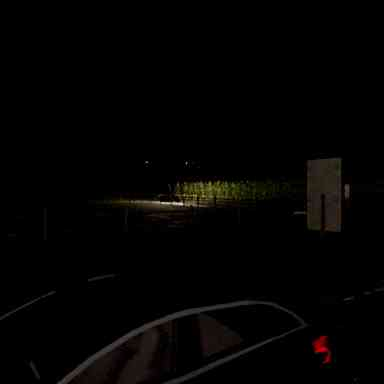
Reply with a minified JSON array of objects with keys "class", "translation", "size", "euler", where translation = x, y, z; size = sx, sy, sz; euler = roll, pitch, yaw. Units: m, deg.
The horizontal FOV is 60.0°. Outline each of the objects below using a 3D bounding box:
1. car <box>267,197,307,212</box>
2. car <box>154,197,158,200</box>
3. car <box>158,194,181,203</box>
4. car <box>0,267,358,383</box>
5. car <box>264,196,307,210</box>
[{"class":"car","translation":[10.498,1.343,36.906],"size":[1.837,1.490,4.892],"euler":[0,0,-33]},{"class":"car","translation":[-6.093,1.119,69.911],"size":[2.033,1.411,5.357],"euler":[0,0,-31]},{"class":"car","translation":[-3.771,1.148,59.251],"size":[1.837,1.490,4.892],"euler":[0,0,-31]},{"class":"car","translation":[-0.622,1.491,2.633],"size":[4.902,1.511,2.128],"euler":[0,0,-36]},{"class":"car","translation":[11.676,1.317,41.857],"size":[2.128,1.511,4.902],"euler":[0,0,-33]}]
